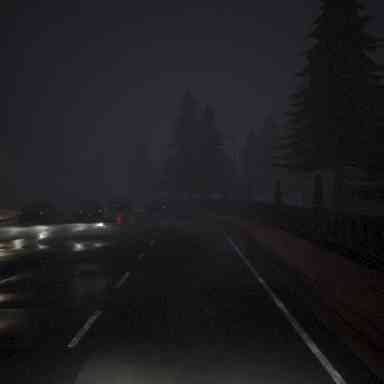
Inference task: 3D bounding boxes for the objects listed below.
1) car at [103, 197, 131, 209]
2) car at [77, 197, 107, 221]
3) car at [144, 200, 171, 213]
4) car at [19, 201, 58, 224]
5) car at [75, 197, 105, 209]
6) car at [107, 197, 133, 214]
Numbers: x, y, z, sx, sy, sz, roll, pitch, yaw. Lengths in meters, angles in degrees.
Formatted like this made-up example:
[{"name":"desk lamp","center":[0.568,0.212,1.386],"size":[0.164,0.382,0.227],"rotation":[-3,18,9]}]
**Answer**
[{"name":"car","center":[-10.502,1.432,46.398],"size":[1.837,1.490,4.892],"rotation":[0,0,-41]},{"name":"car","center":[-8.024,1.400,26.742],"size":[1.812,1.442,4.674],"rotation":[0,0,-13]},{"name":"car","center":[-3.721,1.508,35.908],"size":[1.994,1.385,4.181],"rotation":[0,0,-24]},{"name":"car","center":[-11.458,1.438,25.057],"size":[1.882,1.535,5.008],"rotation":[0,0,-12]},{"name":"car","center":[-13.841,1.435,44.980],"size":[1.837,1.490,4.892],"rotation":[0,0,-42]},{"name":"car","center":[-7.477,1.470,35.050],"size":[1.812,1.442,4.674],"rotation":[0,0,-24]}]
